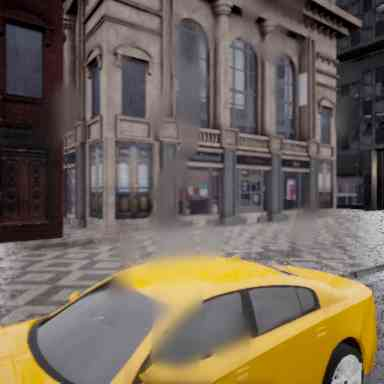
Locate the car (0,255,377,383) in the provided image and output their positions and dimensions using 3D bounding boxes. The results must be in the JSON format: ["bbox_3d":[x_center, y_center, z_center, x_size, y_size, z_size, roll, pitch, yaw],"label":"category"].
[{"bbox_3d":[-0.173,1.481,3.240,5.008,1.535,1.882,-1,0,-35],"label":"car"}]
